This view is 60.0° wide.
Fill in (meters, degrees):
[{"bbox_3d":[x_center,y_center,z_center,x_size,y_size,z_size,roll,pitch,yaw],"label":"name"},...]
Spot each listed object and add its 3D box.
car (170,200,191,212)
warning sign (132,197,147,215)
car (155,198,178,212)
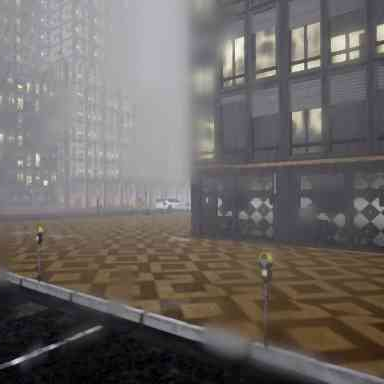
[{"bbox_3d":[-0.525,2.235,48.248,1.895,1.301,4.718,-1,-1,36],"label":"car"},{"bbox_3d":[-5.715,1.498,36.317,1.300,1.860,1.060,0,0,36],"label":"warning sign"},{"bbox_3d":[-3.147,1.910,50.174,2.150,2.045,5.566,-1,-1,36],"label":"car"}]
